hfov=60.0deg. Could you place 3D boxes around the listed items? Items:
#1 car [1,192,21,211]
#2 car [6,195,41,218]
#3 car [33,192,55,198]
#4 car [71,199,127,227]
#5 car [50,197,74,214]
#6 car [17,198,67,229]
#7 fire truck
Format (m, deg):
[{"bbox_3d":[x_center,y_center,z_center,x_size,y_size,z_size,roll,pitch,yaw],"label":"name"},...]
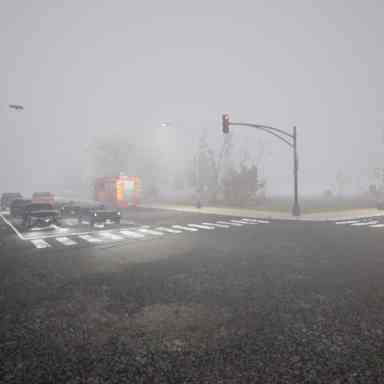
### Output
[{"bbox_3d":[-21.009,1.094,39.017,2.150,2.045,5.566,-2,1,-32],"label":"car"},{"bbox_3d":[-15.128,1.368,29.764,1.882,1.535,5.008,-2,1,-32],"label":"car"},{"bbox_3d":[-18.261,0.989,40.745,2.150,2.045,5.566,-2,1,-33],"label":"car"},{"bbox_3d":[-6.220,1.406,21.813,1.895,1.301,4.718,-2,1,-32],"label":"car"},{"bbox_3d":[-11.133,1.390,29.544,1.895,1.301,4.718,-2,1,-32],"label":"car"},{"bbox_3d":[-9.699,1.413,21.217,1.837,1.490,4.892,-2,1,-33],"label":"car"},{"bbox_3d":[-8.721,-0.092,37.970,2.891,3.827,8.468,-2,1,-32],"label":"fire truck"}]
